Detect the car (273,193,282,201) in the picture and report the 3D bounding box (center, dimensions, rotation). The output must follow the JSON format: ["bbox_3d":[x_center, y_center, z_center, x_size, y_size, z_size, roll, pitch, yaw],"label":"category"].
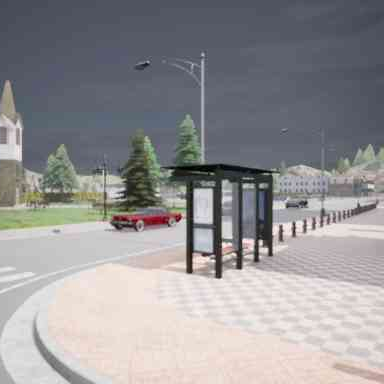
[{"bbox_3d":[20.189,1.367,77.078,3.633,1.501,1.845,0,0,35],"label":"car"}]

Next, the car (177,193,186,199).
[{"bbox_3d":[-1.148,1.326,91.995,4.514,1.523,2.007,0,0,35],"label":"car"}]

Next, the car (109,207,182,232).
[{"bbox_3d":[-2.722,1.582,20.298,1.895,1.301,4.718,0,0,35],"label":"car"}]

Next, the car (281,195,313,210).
[{"bbox_3d":[13.907,1.459,43.944,1.882,1.535,5.008,0,0,36],"label":"car"}]
